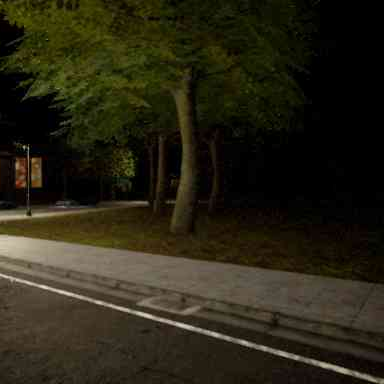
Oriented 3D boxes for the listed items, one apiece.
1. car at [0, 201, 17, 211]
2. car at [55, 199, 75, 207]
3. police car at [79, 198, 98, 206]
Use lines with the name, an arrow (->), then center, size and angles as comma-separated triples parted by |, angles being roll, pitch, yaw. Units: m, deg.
car -> -27.639, 2.032, 48.572 | 1.994, 1.385, 4.181 | 0, 0, 13
car -> -24.292, 2.027, 63.747 | 1.812, 1.442, 4.674 | 0, 0, 12
police car -> -20.486, 1.917, 65.960 | 1.930, 1.638, 5.238 | 0, 0, 12
